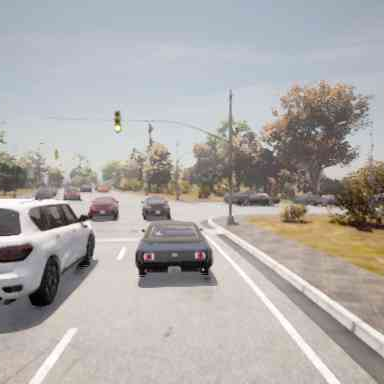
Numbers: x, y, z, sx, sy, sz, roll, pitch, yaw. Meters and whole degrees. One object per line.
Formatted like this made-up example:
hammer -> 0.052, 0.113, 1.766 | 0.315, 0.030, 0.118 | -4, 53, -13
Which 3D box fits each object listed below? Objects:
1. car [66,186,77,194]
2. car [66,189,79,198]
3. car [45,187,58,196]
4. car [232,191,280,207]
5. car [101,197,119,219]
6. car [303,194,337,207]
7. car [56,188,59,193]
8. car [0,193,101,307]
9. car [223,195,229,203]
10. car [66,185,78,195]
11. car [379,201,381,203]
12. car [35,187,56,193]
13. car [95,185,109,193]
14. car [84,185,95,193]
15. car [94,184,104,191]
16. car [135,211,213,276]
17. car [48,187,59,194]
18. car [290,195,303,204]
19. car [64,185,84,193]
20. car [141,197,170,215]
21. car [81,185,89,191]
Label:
car -> -25.939, -0.448, 71.256 | 2.128, 1.511, 4.902 | -1, 2, -21
car -> -18.859, 0.186, 52.553 | 1.895, 1.301, 4.718 | -1, 2, -20
car -> -26.064, -0.215, 61.809 | 1.882, 1.535, 5.008 | -1, 2, -21
car -> 6.864, 0.854, 35.431 | 4.718, 1.301, 1.895 | 1, 2, -18
car -> -6.183, 1.047, 23.564 | 1.812, 1.442, 4.674 | 0, 2, -11
car -> 16.067, 1.014, 38.354 | 5.357, 1.411, 2.033 | 2, 1, -18
car -> -22.588, 0.152, 52.561 | 1.994, 1.385, 4.181 | -1, 2, -20
car -> -3.902, 1.167, 7.920 | 2.150, 2.045, 5.566 | 0, 0, -4
car -> 5.967, 0.652, 38.812 | 4.892, 1.490, 1.837 | 1, 2, -18
car -> -22.327, -0.348, 61.836 | 2.097, 1.767, 4.553 | -1, 2, -21
car -> 24.076, 1.232, 44.566 | 4.892, 1.490, 1.837 | 3, 1, -17
car -> -19.589, 0.363, 44.179 | 1.837, 1.490, 4.892 | -1, 2, -19
car -> -20.325, -0.773, 76.156 | 2.097, 1.767, 4.553 | -1, 2, -21
car -> -23.455, -0.600, 74.548 | 1.882, 1.535, 5.008 | -1, 2, -21
car -> -23.886, -1.123, 85.477 | 2.097, 1.767, 4.553 | -1, 2, -20
car -> -0.585, 1.507, 10.093 | 1.895, 1.301, 4.718 | 0, 1, -5
car -> -29.617, -0.410, 71.072 | 1.994, 1.385, 4.181 | -1, 2, -21
car -> 14.462, 0.905, 41.502 | 4.181, 1.385, 1.994 | 2, 1, -17
car -> -15.834, 0.210, 44.081 | 2.097, 1.767, 4.553 | -1, 2, -19
car -> -2.602, 1.048, 23.458 | 1.812, 1.442, 4.674 | 0, 2, -11
car -> -27.169, -0.937, 84.271 | 1.837, 1.490, 4.892 | -1, 2, -20
